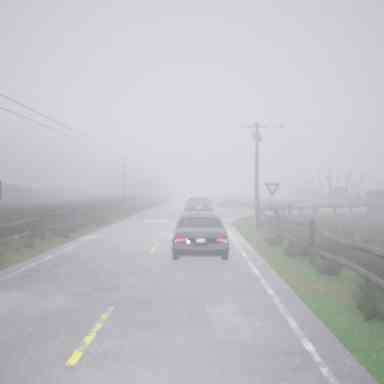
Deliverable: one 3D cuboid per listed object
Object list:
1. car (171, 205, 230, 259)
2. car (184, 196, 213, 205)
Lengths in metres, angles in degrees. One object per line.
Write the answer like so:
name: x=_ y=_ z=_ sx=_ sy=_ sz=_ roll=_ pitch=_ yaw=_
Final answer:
car: x=0.285 y=1.407 z=11.986 sx=2.033 sy=1.411 sz=5.357 roll=0 pitch=1 yaw=1
car: x=0.498 y=1.064 z=24.806 sx=2.097 sy=1.767 sz=4.553 roll=0 pitch=1 yaw=1
